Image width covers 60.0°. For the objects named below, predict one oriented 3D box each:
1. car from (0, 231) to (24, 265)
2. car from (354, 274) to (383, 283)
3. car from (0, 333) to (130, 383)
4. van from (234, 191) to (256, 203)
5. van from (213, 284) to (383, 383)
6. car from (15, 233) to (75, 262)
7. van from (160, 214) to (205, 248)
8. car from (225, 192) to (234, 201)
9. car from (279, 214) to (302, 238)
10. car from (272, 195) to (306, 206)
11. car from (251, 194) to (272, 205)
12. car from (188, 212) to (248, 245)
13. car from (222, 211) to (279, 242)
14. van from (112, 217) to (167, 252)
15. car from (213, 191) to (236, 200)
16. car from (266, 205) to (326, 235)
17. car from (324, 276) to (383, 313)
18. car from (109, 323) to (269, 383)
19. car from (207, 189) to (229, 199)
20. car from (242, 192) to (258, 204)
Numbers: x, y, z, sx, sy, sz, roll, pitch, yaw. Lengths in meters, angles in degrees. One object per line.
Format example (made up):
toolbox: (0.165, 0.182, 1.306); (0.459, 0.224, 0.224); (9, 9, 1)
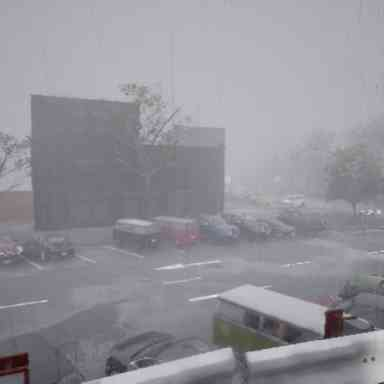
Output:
car: (-12.189, 3.388, 20.758); (2.185, 1.767, 4.553); (-3, 3, -44)
car: (8.072, 3.747, 11.345); (2.435, 2.045, 5.566); (-4, 6, -44)
car: (-2.923, 4.182, 6.384); (2.185, 1.767, 4.553); (-3, 5, -44)
van: (10.269, 0.934, 61.258); (4.442, 1.987, 1.878); (-4, 5, -43)
van: (2.680, 3.935, 8.759); (1.878, 1.987, 4.442); (-3, 5, -44)
car: (-9.468, 3.440, 21.966); (2.231, 1.521, 4.892); (-3, 4, -44)
van: (-1.480, 2.982, 25.701); (1.878, 1.987, 4.442); (-3, 4, -44)
car: (9.191, 1.000, 64.117); (5.008, 1.535, 2.097); (-4, 5, -43)
car: (6.716, 3.010, 29.293); (2.163, 1.488, 4.792); (-3, 3, -45)
car: (15.044, 1.517, 50.273); (5.566, 2.045, 2.435); (-4, 5, -43)
car: (12.839, 1.447, 55.961); (5.366, 1.575, 1.946); (-4, 5, -43)
car: (1.322, 2.883, 26.827); (2.435, 2.045, 5.566); (-3, 3, -44)
car: (4.016, 2.807, 28.048); (2.435, 2.045, 5.566); (-3, 3, -44)
van: (-4.174, 3.058, 24.480); (1.878, 1.987, 4.442); (-3, 4, -44)
car: (6.844, 0.734, 69.645); (4.674, 1.452, 2.002); (-4, 5, -43)
car: (9.354, 2.653, 30.520); (2.435, 2.045, 5.566); (-3, 4, -44)
car: (5.364, 3.953, 10.066); (2.185, 1.767, 4.553); (-4, 6, -44)
car: (-0.155, 4.233, 7.599); (2.231, 1.521, 4.892); (-4, 6, -44)
car: (5.704, 0.415, 72.416); (4.553, 1.767, 2.185); (-4, 5, -43)
car: (11.522, 1.346, 58.597); (4.674, 1.452, 2.002); (-4, 5, -43)
